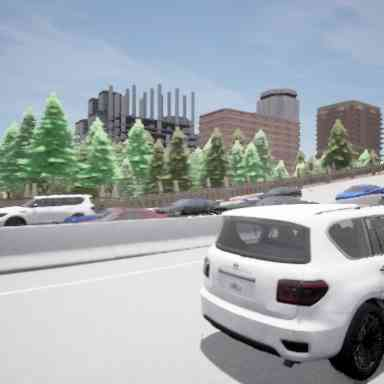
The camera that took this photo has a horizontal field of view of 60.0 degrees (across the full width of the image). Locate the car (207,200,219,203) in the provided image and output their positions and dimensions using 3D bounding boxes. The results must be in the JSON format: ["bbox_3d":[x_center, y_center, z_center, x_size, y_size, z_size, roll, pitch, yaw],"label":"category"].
[{"bbox_3d":[3.731,1.074,23.693,4.718,1.301,1.895,-5,3,-35],"label":"car"}]

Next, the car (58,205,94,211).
[{"bbox_3d":[-4.382,1.529,17.948,4.718,1.301,1.895,-2,1,-35],"label":"car"}]

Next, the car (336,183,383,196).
[{"bbox_3d":[13.267,0.155,26.135,5.008,1.535,1.882,-7,4,-35],"label":"car"}]

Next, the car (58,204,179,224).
[{"bbox_3d":[-3.076,1.476,14.602,4.674,1.442,1.812,-1,1,-35],"label":"car"}]

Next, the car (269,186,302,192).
[{"bbox_3d":[8.263,0.278,31.171,5.008,1.535,1.882,-7,4,-35],"label":"car"}]

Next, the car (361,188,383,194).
[{"bbox_3d":[10.154,0.799,15.248,4.553,1.767,2.097,-5,3,-34],"label":"car"}]

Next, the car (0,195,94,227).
[{"bbox_3d":[-8.438,1.197,19.367,5.566,2.045,2.150,-1,1,-35],"label":"car"}]

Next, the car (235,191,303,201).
[{"bbox_3d":[4.989,1.011,20.297,5.008,1.535,1.882,-4,3,-35],"label":"car"}]

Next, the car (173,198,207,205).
[{"bbox_3d":[-0.189,1.164,25.211,5.357,1.411,2.033,-4,2,-35],"label":"car"}]

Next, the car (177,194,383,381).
[{"bbox_3d":[2.726,1.193,5.690,5.566,2.045,2.150,-1,1,-35],"label":"car"}]
